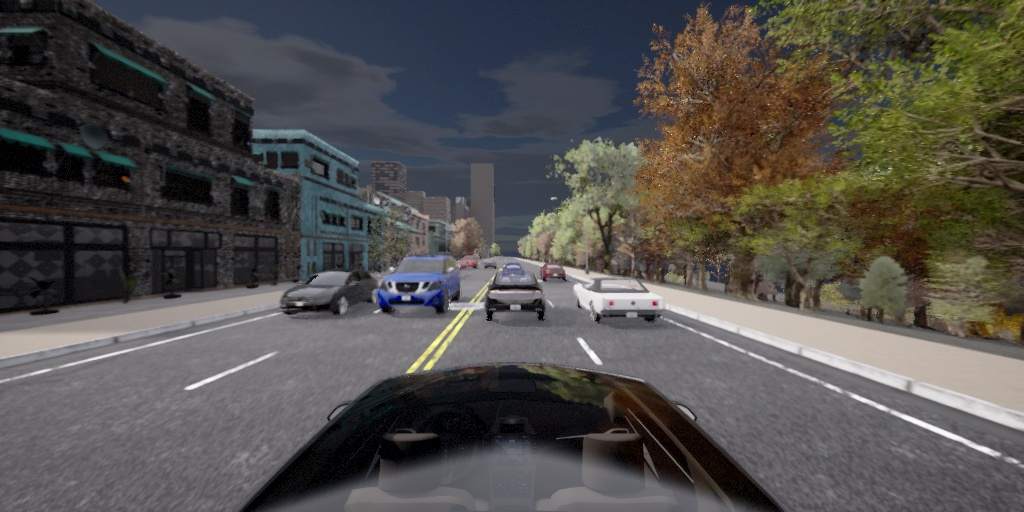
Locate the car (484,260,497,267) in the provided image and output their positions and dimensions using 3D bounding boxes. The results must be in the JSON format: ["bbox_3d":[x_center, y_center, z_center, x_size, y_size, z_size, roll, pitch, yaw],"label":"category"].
[{"bbox_3d":[-3.317,1.328,55.617,2.033,1.411,5.357,0,0,1],"label":"car"}]

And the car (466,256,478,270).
[{"bbox_3d":[-6.570,1.002,55.532,2.150,2.045,5.566,0,0,0],"label":"car"}]

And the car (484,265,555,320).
[{"bbox_3d":[0.099,1.248,12.643,2.128,1.511,4.902,0,0,0],"label":"car"}]

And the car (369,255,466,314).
[{"bbox_3d":[-3.352,0.979,14.115,2.150,2.045,5.566,0,0,0],"label":"car"}]

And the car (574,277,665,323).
[{"bbox_3d":[3.348,1.357,12.223,1.895,1.301,4.718,0,0,0],"label":"car"}]

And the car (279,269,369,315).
[{"bbox_3d":[-6.602,1.262,13.564,1.837,1.490,4.892,0,0,0],"label":"car"}]

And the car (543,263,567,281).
[{"bbox_3d":[3.346,1.292,29.932,1.812,1.442,4.674,0,0,0],"label":"car"}]

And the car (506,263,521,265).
[{"bbox_3d":[0.097,1.292,29.941,1.812,1.442,4.674,0,0,0],"label":"car"}]
